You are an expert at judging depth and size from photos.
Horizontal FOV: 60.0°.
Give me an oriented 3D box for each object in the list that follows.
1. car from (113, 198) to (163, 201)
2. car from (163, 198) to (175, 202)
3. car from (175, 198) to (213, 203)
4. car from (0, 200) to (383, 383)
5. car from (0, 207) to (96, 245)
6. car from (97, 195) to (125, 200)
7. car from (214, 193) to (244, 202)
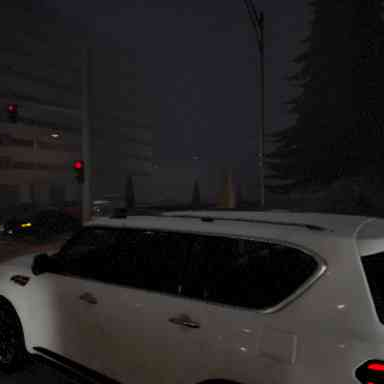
[{"bbox_3d":[-5.324,1.590,33.146,1.812,1.442,4.674,0,0,33],"label":"car"},{"bbox_3d":[-2.973,1.532,43.145,1.882,1.535,5.008,0,0,33],"label":"car"},{"bbox_3d":[0.339,1.549,41.816,1.837,1.490,4.892,0,0,33],"label":"car"},{"bbox_3d":[-0.305,1.222,3.955,5.566,2.045,2.150,0,0,36],"label":"car"},{"bbox_3d":[-7.251,1.600,17.105,1.812,1.442,4.674,-1,0,23],"label":"car"},{"bbox_3d":[-8.452,1.295,34.771,2.150,2.045,5.566,0,0,33],"label":"car"},{"bbox_3d":[6.087,1.246,50.558,2.150,2.045,5.566,0,0,35],"label":"car"}]
